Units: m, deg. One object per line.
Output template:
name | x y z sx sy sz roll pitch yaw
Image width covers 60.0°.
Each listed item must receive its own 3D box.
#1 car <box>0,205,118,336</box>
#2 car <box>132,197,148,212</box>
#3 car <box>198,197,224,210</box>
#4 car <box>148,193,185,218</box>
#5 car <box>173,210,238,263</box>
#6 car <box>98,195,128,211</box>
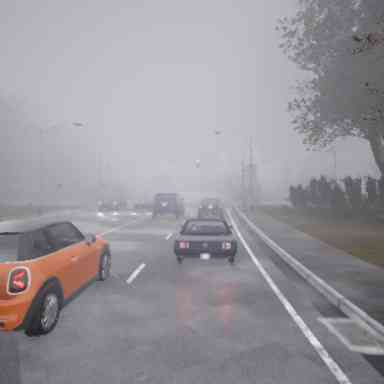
car | -3.196 1.322 6.823 2.097 1.767 4.553 0 0 1
car | -4.970 1.236 35.594 1.882 1.535 5.008 0 1 5
car | 1.606 1.193 28.114 2.097 1.767 4.553 0 1 4
car | -1.909 1.055 28.165 2.150 2.045 5.566 0 0 4
car | 0.498 1.555 11.795 1.895 1.301 4.718 0 0 3
car | -8.469 1.103 35.749 2.097 1.767 4.553 0 1 5
